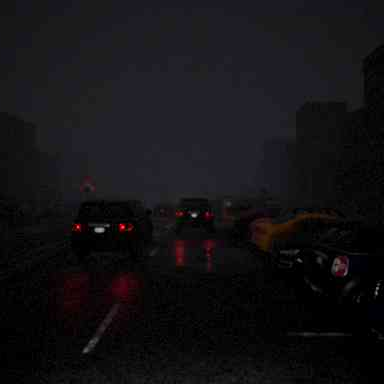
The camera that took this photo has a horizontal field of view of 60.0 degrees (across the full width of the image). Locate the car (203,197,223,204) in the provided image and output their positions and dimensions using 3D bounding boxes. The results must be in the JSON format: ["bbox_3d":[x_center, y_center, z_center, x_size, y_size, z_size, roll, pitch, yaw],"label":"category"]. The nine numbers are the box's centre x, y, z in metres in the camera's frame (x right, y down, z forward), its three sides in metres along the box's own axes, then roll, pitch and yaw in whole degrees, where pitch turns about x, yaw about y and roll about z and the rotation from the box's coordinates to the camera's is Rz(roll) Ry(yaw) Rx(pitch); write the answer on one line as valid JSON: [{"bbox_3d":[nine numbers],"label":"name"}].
[{"bbox_3d":[4.883,1.993,79.054,4.674,1.452,2.002,0,0,0],"label":"car"}]

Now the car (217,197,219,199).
[{"bbox_3d":[4.735,1.772,42.806,4.792,1.488,2.163,0,0,0],"label":"car"}]

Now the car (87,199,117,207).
[{"bbox_3d":[-15.466,1.881,57.569,4.674,1.452,2.002,0,0,0],"label":"car"}]

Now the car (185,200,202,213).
[{"bbox_3d":[0.153,1.804,41.815,2.033,1.411,5.357,0,0,0],"label":"car"}]

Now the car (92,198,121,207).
[{"bbox_3d":[-15.464,1.892,60.457,4.674,1.452,2.002,0,0,0],"label":"car"}]

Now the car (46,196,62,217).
[{"bbox_3d":[-15.508,1.468,32.881,5.566,2.045,2.435,0,0,0],"label":"car"}]

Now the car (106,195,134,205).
[{"bbox_3d":[-15.433,1.651,71.487,5.566,2.045,2.435,0,0,0],"label":"car"}]

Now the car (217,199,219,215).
[{"bbox_3d":[4.744,1.677,31.689,4.892,1.521,2.231,0,0,0],"label":"car"}]

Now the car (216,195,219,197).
[{"bbox_3d":[4.739,1.508,45.588,5.566,2.045,2.435,0,0,0],"label":"car"}]

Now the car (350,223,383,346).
[{"bbox_3d":[4.683,1.375,3.897,4.553,1.767,2.185,0,0,0],"label":"car"}]

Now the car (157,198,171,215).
[{"bbox_3d":[-2.859,1.693,34.832,1.882,1.535,5.008,0,0,0],"label":"car"}]

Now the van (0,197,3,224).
[{"bbox_3d":[-15.369,1.417,21.848,4.442,1.987,1.878,0,0,0],"label":"van"}]

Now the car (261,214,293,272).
[{"bbox_3d":[4.728,1.533,9.455,4.892,1.521,2.231,0,0,0],"label":"car"}]

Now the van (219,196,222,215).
[{"bbox_3d":[4.863,1.433,28.910,4.442,1.987,1.878,0,0,0],"label":"van"}]

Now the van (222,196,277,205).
[{"bbox_3d":[4.859,1.415,26.131,4.442,1.987,1.878,0,0,0],"label":"van"}]

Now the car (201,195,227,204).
[{"bbox_3d":[4.889,1.662,73.373,5.566,2.045,2.435,0,0,0],"label":"car"}]

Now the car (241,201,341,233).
[{"bbox_3d":[4.760,1.441,15.014,4.553,1.767,2.185,0,0,0],"label":"car"}]

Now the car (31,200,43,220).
[{"bbox_3d":[-15.477,1.683,27.487,5.008,1.535,2.097,0,0,0],"label":"car"}]

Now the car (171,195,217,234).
[{"bbox_3d":[0.125,1.346,20.344,2.150,2.045,5.566,0,0,0],"label":"car"}]

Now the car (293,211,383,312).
[{"bbox_3d":[4.687,1.389,6.678,4.553,1.767,2.185,0,0,0],"label":"car"}]

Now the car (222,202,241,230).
[{"bbox_3d":[4.742,1.663,23.350,4.674,1.452,2.002,0,0,0],"label":"car"}]

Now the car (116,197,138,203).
[{"bbox_3d":[-15.487,1.983,79.756,4.792,1.488,2.163,0,0,0],"label":"car"}]

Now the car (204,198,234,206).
[{"bbox_3d":[4.998,1.846,62.253,5.366,1.575,1.946,0,0,0],"label":"car"}]

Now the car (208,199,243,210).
[{"bbox_3d":[4.765,1.775,48.366,4.892,1.521,2.231,0,0,0],"label":"car"}]

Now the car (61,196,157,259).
[{"bbox_3d":[-2.884,1.296,13.059,2.150,2.045,5.566,0,0,0],"label":"car"}]

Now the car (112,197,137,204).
[{"bbox_3d":[-15.644,1.931,76.998,5.366,1.575,1.946,0,0,0],"label":"car"}]

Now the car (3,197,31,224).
[{"bbox_3d":[-15.512,1.412,24.606,5.566,2.045,2.435,0,0,0],"label":"car"}]

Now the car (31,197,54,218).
[{"bbox_3d":[-15.512,1.576,30.245,4.553,1.767,2.185,0,0,0],"label":"car"}]

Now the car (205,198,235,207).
[{"bbox_3d":[4.794,1.820,56.821,5.008,1.535,2.097,0,0,0],"label":"car"}]

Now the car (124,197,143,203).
[{"bbox_3d":[-15.414,2.045,88.033,4.792,1.488,2.163,0,0,0],"label":"car"}]

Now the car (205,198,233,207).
[{"bbox_3d":[4.829,1.863,59.476,4.792,1.488,2.163,0,0,0],"label":"car"}]

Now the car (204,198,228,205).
[{"bbox_3d":[4.808,1.909,67.811,4.792,1.488,2.163,0,0,0],"label":"car"}]

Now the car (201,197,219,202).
[{"bbox_3d":[4.931,2.081,90.168,4.674,1.452,2.002,0,0,0],"label":"car"}]

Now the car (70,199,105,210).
[{"bbox_3d":[-15.474,1.848,49.425,4.674,1.452,2.002,0,0,0],"label":"car"}]

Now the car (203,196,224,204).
[{"bbox_3d":[4.905,1.807,76.185,4.553,1.767,2.185,0,0,0],"label":"car"}]

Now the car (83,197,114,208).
[{"bbox_3d":[-15.438,1.705,54.942,4.553,1.767,2.185,0,0,0],"label":"car"}]

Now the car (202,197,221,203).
[{"bbox_3d":[4.916,1.996,84.610,4.892,1.521,2.231,0,0,0],"label":"car"}]

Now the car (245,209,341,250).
[{"bbox_3d":[4.721,1.549,12.231,5.008,1.535,2.097,0,0,0],"label":"car"}]

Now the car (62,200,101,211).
[{"bbox_3d":[-15.444,1.825,46.667,4.792,1.488,2.163,0,0,0],"label":"car"}]

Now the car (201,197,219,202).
[{"bbox_3d":[4.951,2.065,92.822,4.892,1.521,2.231,0,-1,0],"label":"car"}]
